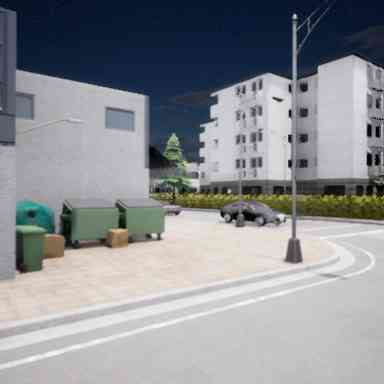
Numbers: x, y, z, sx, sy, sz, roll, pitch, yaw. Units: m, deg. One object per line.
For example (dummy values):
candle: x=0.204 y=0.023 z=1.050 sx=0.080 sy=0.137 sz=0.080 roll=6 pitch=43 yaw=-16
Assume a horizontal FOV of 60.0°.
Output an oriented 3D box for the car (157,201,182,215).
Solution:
car: x=-2.908 y=1.483 z=31.110 sx=1.895 sy=1.301 sz=4.718 roll=0 pitch=0 yaw=-36

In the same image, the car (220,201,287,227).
car: x=3.925 y=1.374 z=21.876 sx=2.128 sy=1.511 sz=4.902 roll=0 pitch=0 yaw=-37

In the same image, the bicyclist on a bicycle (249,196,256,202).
bicyclist on a bicycle: x=5.744 y=1.210 z=31.996 sx=1.656 sy=1.620 sz=0.582 roll=0 pitch=0 yaw=-37
